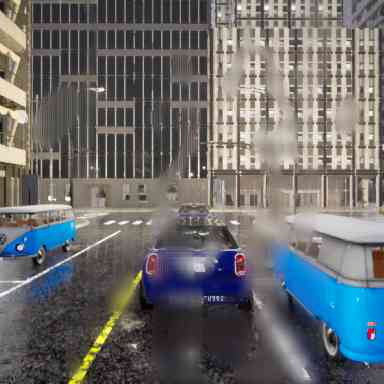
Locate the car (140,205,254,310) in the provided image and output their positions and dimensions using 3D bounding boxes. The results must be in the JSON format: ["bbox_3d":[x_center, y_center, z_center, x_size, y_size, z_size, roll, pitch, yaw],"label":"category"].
[{"bbox_3d":[0.085,1.354,7.988,2.097,1.767,4.553,0,0,0],"label":"car"}]

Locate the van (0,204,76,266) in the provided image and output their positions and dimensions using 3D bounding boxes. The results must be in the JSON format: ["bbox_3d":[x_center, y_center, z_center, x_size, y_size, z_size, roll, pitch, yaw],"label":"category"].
[{"bbox_3d":[-5.333,1.345,11.283,1.690,1.788,3.998,0,0,0],"label":"van"}]

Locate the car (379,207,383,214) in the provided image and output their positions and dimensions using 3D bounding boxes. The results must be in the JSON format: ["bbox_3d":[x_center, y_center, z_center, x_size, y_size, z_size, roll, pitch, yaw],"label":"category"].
[{"bbox_3d":[18.984,1.490,29.035,4.829,1.417,1.752,0,0,0],"label":"car"}]

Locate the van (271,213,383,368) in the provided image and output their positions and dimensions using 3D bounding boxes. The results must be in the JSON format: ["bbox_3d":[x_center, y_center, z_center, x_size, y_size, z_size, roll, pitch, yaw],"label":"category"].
[{"bbox_3d":[2.559,1.343,5.615,1.690,1.788,3.998,0,0,0],"label":"van"}]

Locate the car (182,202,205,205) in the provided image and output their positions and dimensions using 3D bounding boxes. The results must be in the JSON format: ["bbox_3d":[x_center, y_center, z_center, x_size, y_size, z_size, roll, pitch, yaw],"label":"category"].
[{"bbox_3d":[0.088,1.359,18.015,2.097,1.767,4.553,0,0,0],"label":"car"}]
